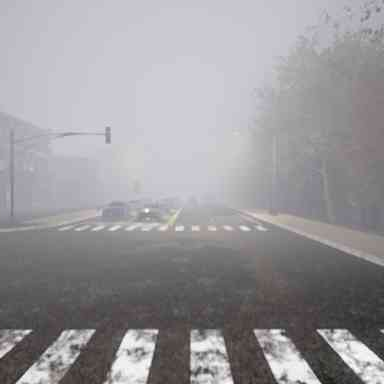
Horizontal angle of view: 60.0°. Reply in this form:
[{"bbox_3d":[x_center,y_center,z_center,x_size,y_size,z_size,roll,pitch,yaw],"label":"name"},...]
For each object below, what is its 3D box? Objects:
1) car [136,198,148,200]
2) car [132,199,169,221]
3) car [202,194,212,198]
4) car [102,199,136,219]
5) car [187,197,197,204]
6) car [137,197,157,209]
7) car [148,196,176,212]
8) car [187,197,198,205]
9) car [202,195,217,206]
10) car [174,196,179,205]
[{"bbox_3d":[-6.598,1.609,39.028,1.812,1.442,4.674,0,0,0],"label":"car"},{"bbox_3d":[-3.349,1.608,27.812,2.033,1.411,5.357,0,0,0],"label":"car"},{"bbox_3d":[3.259,1.368,69.643,2.150,2.045,5.566,0,0,0],"label":"car"},{"bbox_3d":[-6.599,1.542,29.729,1.882,1.535,5.008,0,0,0],"label":"car"},{"bbox_3d":[0.007,1.741,70.624,1.895,1.301,4.718,0,0,0],"label":"car"},{"bbox_3d":[-6.579,1.595,49.120,2.128,1.511,4.902,0,0,0],"label":"car"},{"bbox_3d":[-3.344,1.572,37.424,2.128,1.511,4.902,0,0,0],"label":"car"},{"bbox_3d":[0.106,1.604,60.341,1.882,1.535,5.008,0,0,0],"label":"car"},{"bbox_3d":[3.352,1.725,59.459,1.895,1.301,4.718,0,0,0],"label":"car"},{"bbox_3d":[-3.336,1.578,47.337,1.882,1.535,5.008,0,0,0],"label":"car"}]
